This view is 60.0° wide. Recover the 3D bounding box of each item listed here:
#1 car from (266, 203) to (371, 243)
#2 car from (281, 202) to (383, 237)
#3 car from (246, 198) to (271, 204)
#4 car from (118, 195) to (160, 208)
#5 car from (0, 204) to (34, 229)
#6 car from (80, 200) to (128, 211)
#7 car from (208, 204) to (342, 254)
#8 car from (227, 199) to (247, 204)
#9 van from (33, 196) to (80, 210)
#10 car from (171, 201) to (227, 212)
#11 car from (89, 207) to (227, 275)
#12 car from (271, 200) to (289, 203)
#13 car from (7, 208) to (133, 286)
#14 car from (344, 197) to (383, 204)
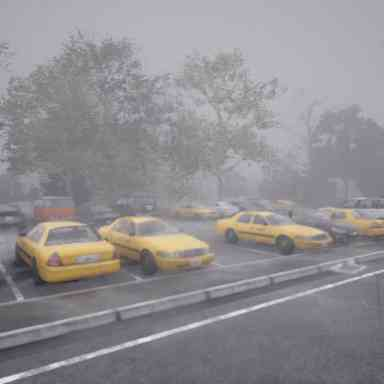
[{"bbox_3d":[5.354,1.524,15.862,2.231,1.521,4.892,0,0,-35],"label":"car"},{"bbox_3d":[7.518,1.532,17.611,1.946,1.575,5.366,0,0,-35],"label":"car"},{"bbox_3d":[4.631,1.586,31.325,2.163,1.488,4.792,0,0,-35],"label":"car"},{"bbox_3d":[-4.449,1.256,24.977,2.435,2.045,5.566,0,0,-35],"label":"car"},{"bbox_3d":[-11.337,1.508,20.108,2.163,1.488,4.792,0,0,-35],"label":"car"},{"bbox_3d":[-6.678,1.524,23.332,2.163,1.488,4.792,0,0,-35],"label":"car"},{"bbox_3d":[3.199,1.507,14.103,1.946,1.575,5.366,0,0,-35],"label":"car"},{"bbox_3d":[2.354,1.584,29.747,2.002,1.452,4.674,0,0,-35],"label":"car"},{"bbox_3d":[-9.124,1.259,21.780,1.878,1.987,4.442,0,0,-35],"label":"van"},{"bbox_3d":[0.198,1.529,27.999,1.946,1.575,5.366,0,0,-35],"label":"car"},{"bbox_3d":[-1.434,1.484,10.828,1.946,1.575,5.366,0,0,-35],"label":"car"},{"bbox_3d":[6.757,1.443,32.902,2.185,1.767,4.553,0,0,-35],"label":"car"},{"bbox_3d":[-3.814,1.478,9.600,1.946,1.575,5.366,0,0,-35],"label":"car"},{"bbox_3d":[9.877,1.296,19.086,2.435,2.045,5.566,0,0,-35],"label":"car"}]
